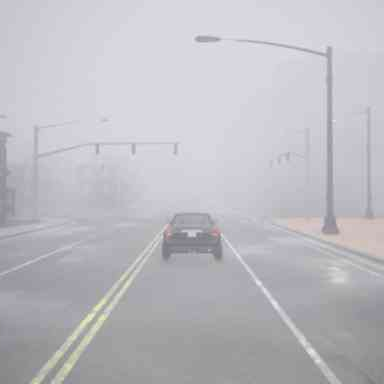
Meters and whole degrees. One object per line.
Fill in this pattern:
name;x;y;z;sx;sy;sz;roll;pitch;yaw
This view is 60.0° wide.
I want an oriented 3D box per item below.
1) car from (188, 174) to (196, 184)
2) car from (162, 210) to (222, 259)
car;-0.063;-3.550;94.535;2.097;1.767;4.553;0;11;0
car;0.009;1.498;13.410;2.097;1.767;4.553;0;-1;0
